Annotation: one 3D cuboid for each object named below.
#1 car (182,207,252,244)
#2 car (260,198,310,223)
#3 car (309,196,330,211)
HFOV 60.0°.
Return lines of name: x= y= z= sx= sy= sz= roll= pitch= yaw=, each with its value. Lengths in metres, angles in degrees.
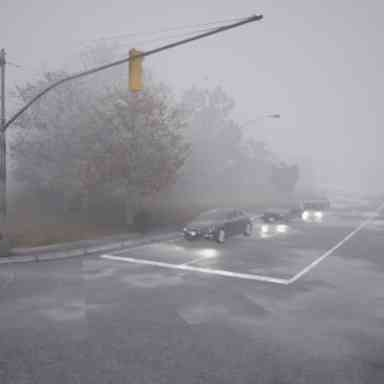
car: x=1.387 y=1.563 z=16.539 sx=1.837 sy=1.490 sz=4.892 roll=-1 pitch=0 yaw=34
car: x=6.855 y=1.413 z=24.844 sx=2.033 sy=1.411 sz=5.357 roll=-1 pitch=1 yaw=33
car: x=12.364 y=1.070 z=33.190 sx=1.994 sy=1.385 sz=4.181 roll=-1 pitch=2 yaw=34
